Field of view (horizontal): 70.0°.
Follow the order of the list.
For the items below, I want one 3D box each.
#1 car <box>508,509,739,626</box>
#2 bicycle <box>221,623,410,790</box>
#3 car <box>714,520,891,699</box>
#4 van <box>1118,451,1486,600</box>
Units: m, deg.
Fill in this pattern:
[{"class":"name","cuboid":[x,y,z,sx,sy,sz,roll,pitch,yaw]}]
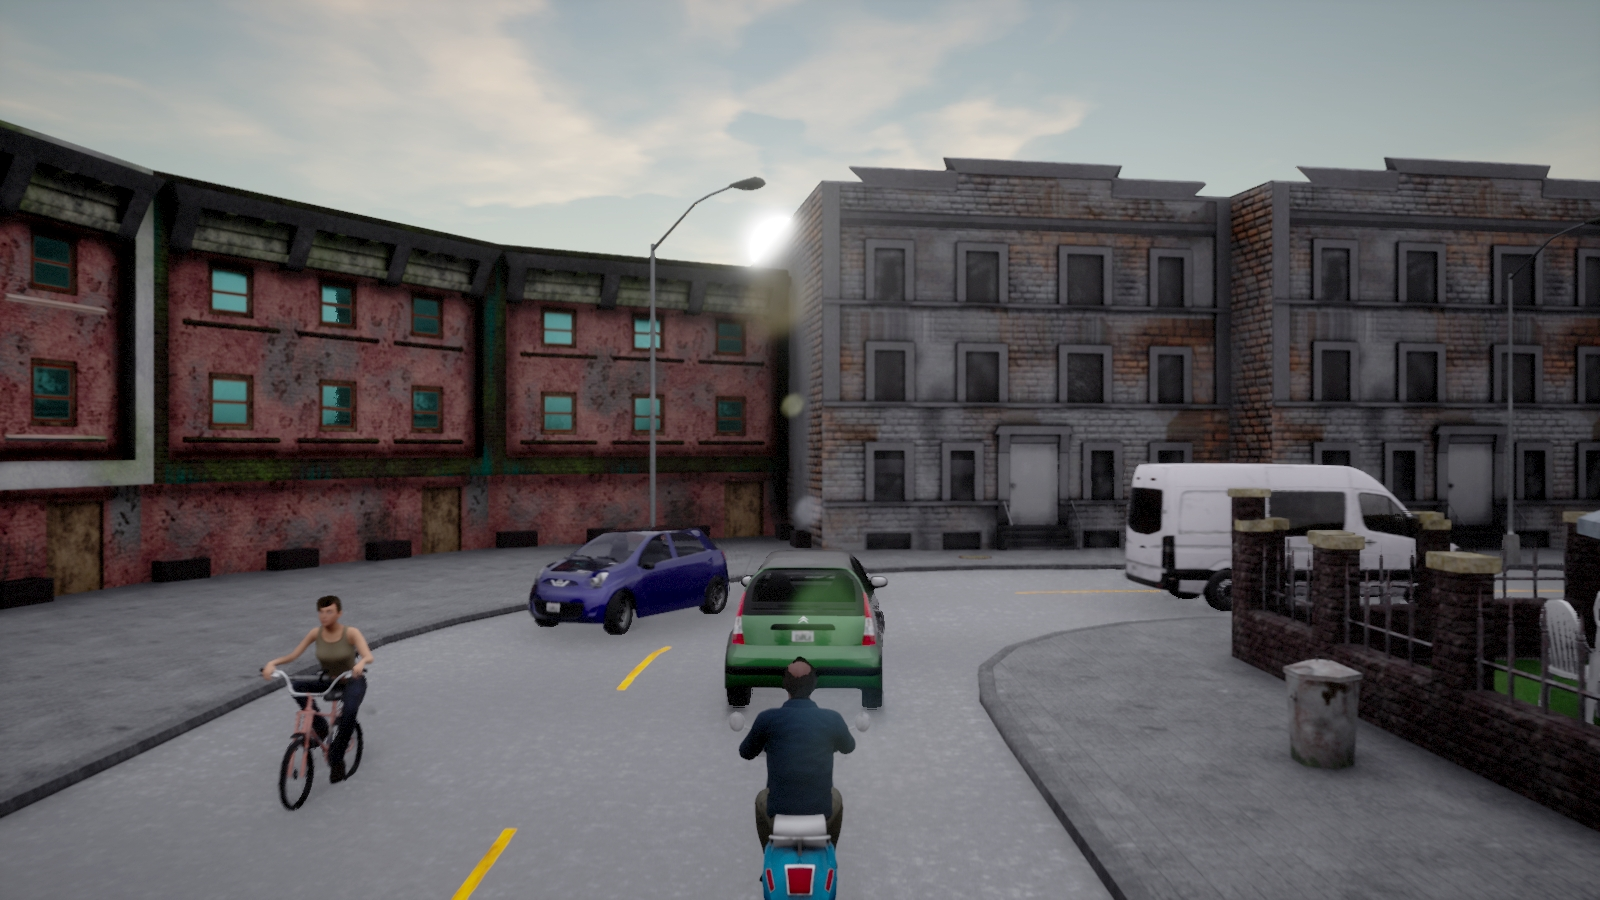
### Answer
[{"class":"car","cuboid":[-2.781,1.819,18.715,1.845,1.501,3.633,0,0,31]},{"class":"bicycle","cuboid":[-3.887,2.033,9.312,0.859,1.080,1.487,0,-2,1]},{"class":"car","cuboid":[0.143,1.780,13.907,1.851,1.617,3.988,0,0,3]},{"class":"van","cuboid":[9.054,1.313,20.874,5.915,2.561,1.988,0,0,-5]}]
